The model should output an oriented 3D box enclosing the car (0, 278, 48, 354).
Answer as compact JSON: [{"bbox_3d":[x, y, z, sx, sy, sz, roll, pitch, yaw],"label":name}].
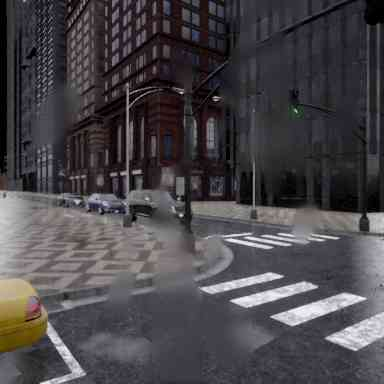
[{"bbox_3d":[-4.246,1.525,3.627,4.829,1.417,1.752,0,0,-35],"label":"car"}]

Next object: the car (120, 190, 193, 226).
[{"bbox_3d":[-2.211,0.898,20.820,2.150,2.045,5.566,0,1,-36],"label":"car"}]

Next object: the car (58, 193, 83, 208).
[{"bbox_3d":[-13.146,0.827,36.087,2.128,1.511,4.902,0,1,-36],"label":"car"}]

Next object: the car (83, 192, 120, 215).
[{"bbox_3d":[-7.129,0.872,27.684,2.097,1.767,4.553,0,1,-35],"label":"car"}]
